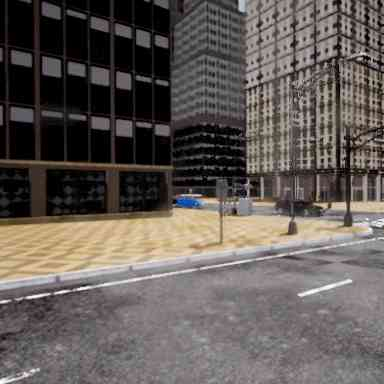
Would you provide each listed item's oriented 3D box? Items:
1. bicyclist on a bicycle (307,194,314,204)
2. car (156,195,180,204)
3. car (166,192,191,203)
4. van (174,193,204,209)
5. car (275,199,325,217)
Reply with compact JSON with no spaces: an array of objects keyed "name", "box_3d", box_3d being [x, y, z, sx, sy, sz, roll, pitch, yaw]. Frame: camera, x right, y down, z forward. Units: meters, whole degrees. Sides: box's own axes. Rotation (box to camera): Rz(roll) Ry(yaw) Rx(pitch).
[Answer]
[{"name":"bicyclist on a bicycle","box_3d":[14.206,1.109,40.029,1.656,1.620,0.582,-1,1,-34]},{"name":"car","box_3d":[-4.221,1.243,57.324,1.837,1.490,4.892,-1,1,-34]},{"name":"car","box_3d":[-2.546,1.026,59.564,2.192,1.841,5.009,0,0,-34]},{"name":"van","box_3d":[-0.183,1.203,41.104,1.690,1.788,3.998,0,0,-34]},{"name":"car","box_3d":[9.907,1.408,30.795,1.837,1.490,4.892,-1,2,-34]}]
